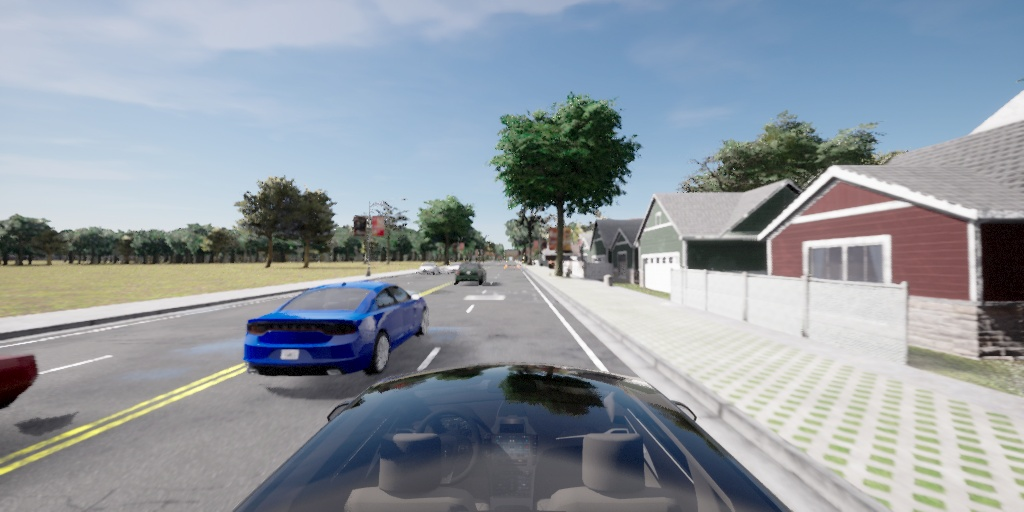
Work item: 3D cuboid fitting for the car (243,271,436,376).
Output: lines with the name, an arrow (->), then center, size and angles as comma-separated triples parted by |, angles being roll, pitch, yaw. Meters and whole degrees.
car -> -3.153, 1.257, 7.567 | 1.882, 1.535, 5.008 | 0, 0, 0

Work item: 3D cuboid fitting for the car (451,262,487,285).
car -> -3.155, 1.244, 28.102 | 2.097, 1.767, 4.553 | 0, 0, 0

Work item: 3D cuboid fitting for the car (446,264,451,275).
car -> -6.592, 1.510, 42.697 | 1.812, 1.442, 4.674 | 0, 0, 0

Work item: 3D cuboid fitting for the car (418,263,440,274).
car -> -9.841, 1.510, 42.692 | 1.812, 1.442, 4.674 | 0, 0, 0

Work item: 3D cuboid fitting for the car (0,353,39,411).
car -> -6.600, 1.352, 2.000 | 1.895, 1.301, 4.718 | 0, 0, 0

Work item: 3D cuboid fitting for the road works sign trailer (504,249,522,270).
road works sign trailer -> -0.007, 0.586, 61.912 | 2.380, 3.560, 2.880 | 0, 0, 0
